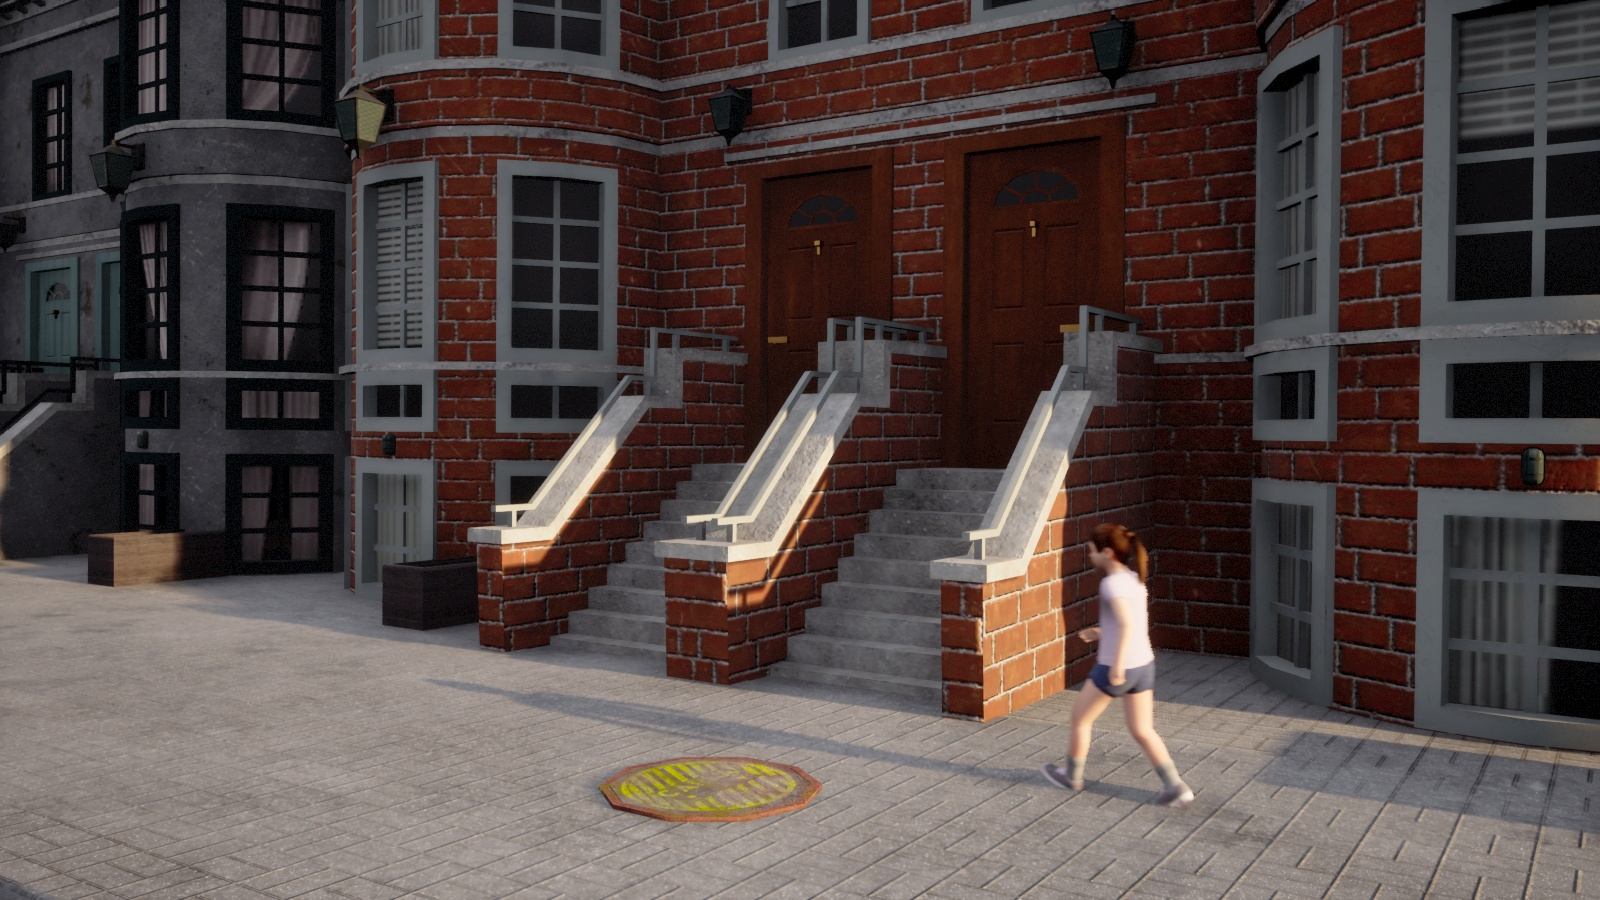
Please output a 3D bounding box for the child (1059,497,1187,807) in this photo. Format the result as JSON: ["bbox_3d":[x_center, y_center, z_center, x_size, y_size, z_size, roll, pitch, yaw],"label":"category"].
[{"bbox_3d":[1.233,0.744,4.800,0.394,1.110,0.255,0,1,45],"label":"child"}]
